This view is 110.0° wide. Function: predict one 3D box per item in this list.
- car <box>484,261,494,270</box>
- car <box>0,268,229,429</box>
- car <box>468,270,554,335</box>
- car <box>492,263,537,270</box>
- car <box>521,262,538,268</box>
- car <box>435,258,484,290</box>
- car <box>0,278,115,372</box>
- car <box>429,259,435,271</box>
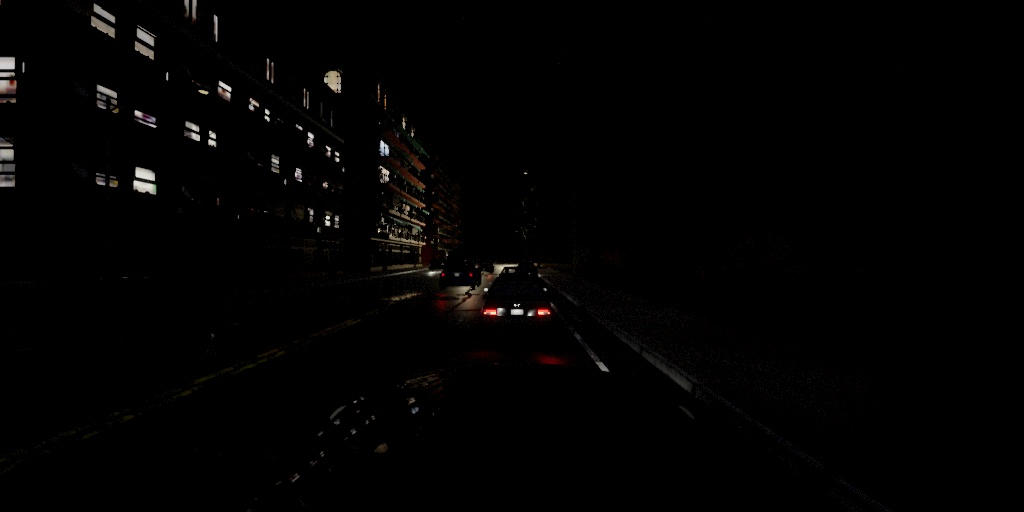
[{"bbox_3d":[-3.108,1.279,42.287,1.812,1.442,4.674,0,0,0],"label":"car"},{"bbox_3d":[-6.597,1.102,5.072,2.097,1.767,4.553,0,0,0],"label":"car"},{"bbox_3d":[0.111,1.299,10.513,2.033,1.411,5.357,0,0,0],"label":"car"},{"bbox_3d":[0.119,1.300,20.875,2.033,1.411,5.357,0,0,0],"label":"car"},{"bbox_3d":[1.167,1.258,30.642,1.837,1.490,4.892,0,0,0],"label":"car"},{"bbox_3d":[-3.130,1.105,22.516,2.097,1.767,4.553,0,0,0],"label":"car"},{"bbox_3d":[-9.847,1.242,5.485,2.128,1.511,4.902,0,0,0],"label":"car"},{"bbox_3d":[-9.800,1.104,48.467,2.097,1.767,4.553,0,0,0],"label":"car"}]
